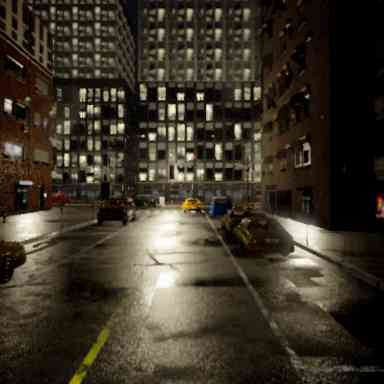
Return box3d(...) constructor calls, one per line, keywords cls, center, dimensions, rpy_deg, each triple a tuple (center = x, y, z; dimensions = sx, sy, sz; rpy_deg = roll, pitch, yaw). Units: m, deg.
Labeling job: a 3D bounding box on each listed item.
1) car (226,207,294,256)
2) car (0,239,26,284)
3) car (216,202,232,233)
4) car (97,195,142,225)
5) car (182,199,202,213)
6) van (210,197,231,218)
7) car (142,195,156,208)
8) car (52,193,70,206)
box3d(cls="car", center=(2.569, 1.514, 12.955), dimensions=(1.752, 1.417, 4.829), rpy_deg=(0, 0, 0))
box3d(cls="car", center=(-5.311, 1.519, 6.974), dimensions=(1.752, 1.417, 4.829), rpy_deg=(0, 0, 0))
box3d(cls="car", center=(2.570, 1.511, 18.595), dimensions=(1.752, 1.417, 4.829), rpy_deg=(0, 0, 0))
box3d(cls="car", center=(-5.310, 1.298, 24.066), dimensions=(2.192, 1.841, 5.009), rpy_deg=(0, 0, 0))
box3d(cls="car", center=(-0.040, 1.448, 36.325), dimensions=(1.882, 1.535, 5.008), rpy_deg=(0, 0, -4))
box3d(cls="van", center=(2.570, 1.320, 29.706), dimensions=(1.690, 1.788, 3.998), rpy_deg=(0, 0, 0))
box3d(cls="car", center=(-7.323, 1.252, 45.979), dimensions=(4.553, 1.767, 2.097), rpy_deg=(0, 0, 22))
box3d(cls="car", center=(-20.872, 1.071, 49.683), dimensions=(5.009, 1.841, 2.192), rpy_deg=(1, -1, 0))
